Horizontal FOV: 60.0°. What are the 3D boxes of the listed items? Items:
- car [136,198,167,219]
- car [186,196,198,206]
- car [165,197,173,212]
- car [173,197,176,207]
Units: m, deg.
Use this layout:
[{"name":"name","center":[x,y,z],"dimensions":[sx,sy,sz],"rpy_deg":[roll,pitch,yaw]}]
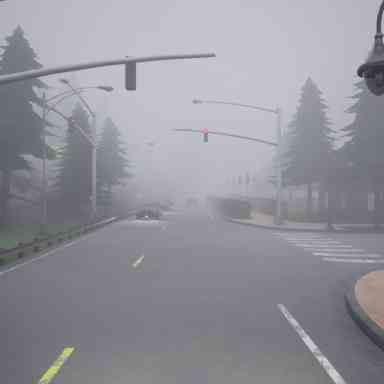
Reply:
[{"name":"car","center":[-3.604,1.547,29.010],"dimensions":[2.033,1.411,5.357],"rpy_deg":[0,0,0]},{"name":"car","center":[-0.007,1.478,56.098],"dimensions":[1.882,1.535,5.008],"rpy_deg":[0,0,0]},{"name":"car","center":[-3.597,1.526,39.446],"dimensions":[1.812,1.442,4.674],"rpy_deg":[0,0,0]},{"name":"car","center":[-3.597,1.505,52.375],"dimensions":[1.837,1.490,4.892],"rpy_deg":[0,0,0]}]
